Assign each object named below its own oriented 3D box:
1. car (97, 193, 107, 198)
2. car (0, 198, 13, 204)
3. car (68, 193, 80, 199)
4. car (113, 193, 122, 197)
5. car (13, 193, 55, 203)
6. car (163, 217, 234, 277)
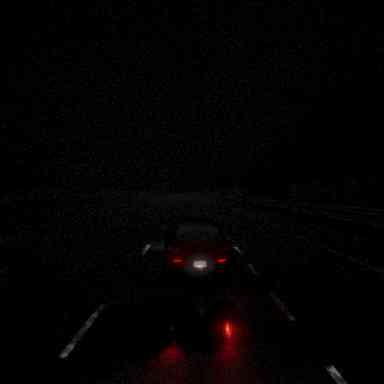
[{"bbox_3d":[-20.991,1.075,78.480,1.812,1.442,4.674,0,0,0],"label":"car"},{"bbox_3d":[-21.091,1.378,37.942,1.882,1.535,5.008,0,0,0],"label":"car"},{"bbox_3d":[-27.992,1.029,78.480,1.882,1.535,5.008,0,0,0],"label":"car"},{"bbox_3d":[-17.491,1.076,78.479,1.812,1.442,4.674,0,0,0],"label":"car"},{"bbox_3d":[-17.594,1.122,37.891,2.150,2.045,5.566,0,0,0],"label":"car"},{"bbox_3d":[0.124,1.478,9.980,1.812,1.442,4.674,0,1,-2],"label":"car"}]
